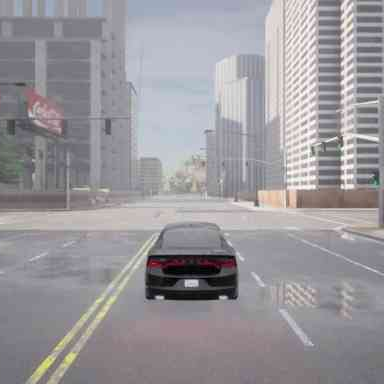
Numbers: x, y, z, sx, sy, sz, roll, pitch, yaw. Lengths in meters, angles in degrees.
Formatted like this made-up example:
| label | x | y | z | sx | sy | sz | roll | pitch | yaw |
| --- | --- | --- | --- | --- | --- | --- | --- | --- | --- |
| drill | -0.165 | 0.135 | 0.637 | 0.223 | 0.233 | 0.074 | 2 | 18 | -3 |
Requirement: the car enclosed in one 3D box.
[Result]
| label | x | y | z | sx | sy | sz | roll | pitch | yaw |
| --- | --- | --- | --- | --- | --- | --- | --- | --- | --- |
| car | -0.003 | 1.478 | 8.420 | 1.882 | 1.535 | 5.008 | 0 | 0 | 0 |
